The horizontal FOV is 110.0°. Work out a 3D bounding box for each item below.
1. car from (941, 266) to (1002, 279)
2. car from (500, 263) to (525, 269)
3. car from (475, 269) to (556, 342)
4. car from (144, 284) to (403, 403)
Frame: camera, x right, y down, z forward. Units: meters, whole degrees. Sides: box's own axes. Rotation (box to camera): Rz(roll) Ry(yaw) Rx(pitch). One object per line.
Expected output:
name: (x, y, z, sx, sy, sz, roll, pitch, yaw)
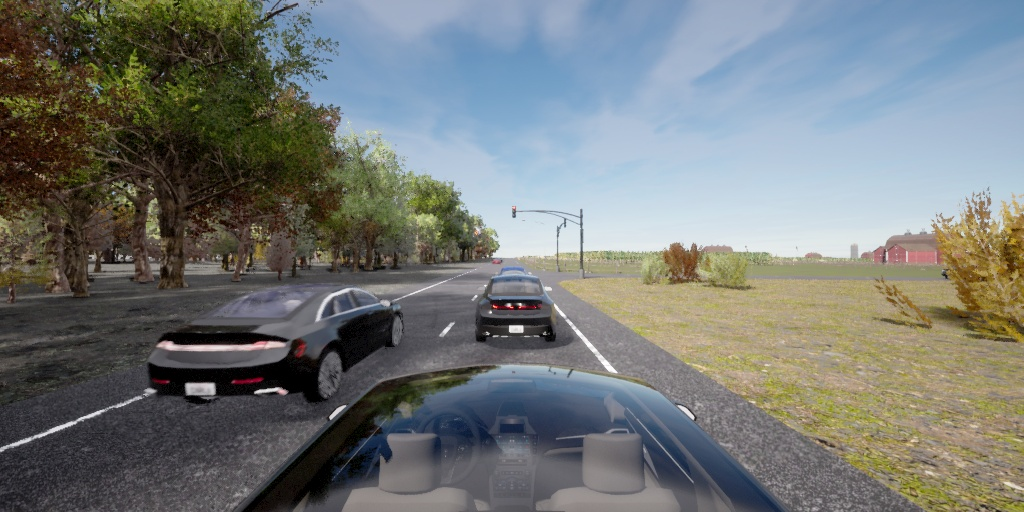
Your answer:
car: (48.434, 1.768, 37.793, 4.902, 1.511, 2.128, 1, -1, 0)
car: (0.076, 1.280, 19.042, 1.812, 1.442, 4.674, 0, 0, 0)
car: (0.081, 1.257, 9.793, 1.837, 1.490, 4.892, 0, 0, 0)
car: (-3.411, 1.242, 6.344, 2.128, 1.511, 4.902, 0, 0, 0)
